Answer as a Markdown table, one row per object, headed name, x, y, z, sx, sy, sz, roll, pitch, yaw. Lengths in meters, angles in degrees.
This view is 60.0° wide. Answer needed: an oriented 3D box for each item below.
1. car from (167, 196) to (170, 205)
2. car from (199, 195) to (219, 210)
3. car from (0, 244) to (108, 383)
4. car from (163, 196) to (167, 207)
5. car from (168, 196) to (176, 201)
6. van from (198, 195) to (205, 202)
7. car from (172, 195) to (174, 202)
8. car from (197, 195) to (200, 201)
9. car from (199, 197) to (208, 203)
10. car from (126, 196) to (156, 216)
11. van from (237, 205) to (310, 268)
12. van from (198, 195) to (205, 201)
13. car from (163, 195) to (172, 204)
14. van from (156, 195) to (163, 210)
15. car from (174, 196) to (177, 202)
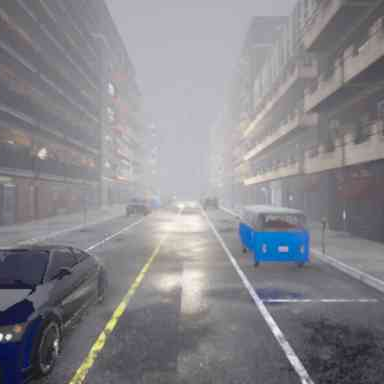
| name | x | y | z | sx | sy | sz | roll | pitch | yaw |
| --- | --- | --- | --- | --- | --- | --- | --- | --- | --- |
| car | -5.367 | 1.734 | 56.515 | 1.947 | 1.339 | 4.313 | 1 | 0 | 0 |
| car | 2.529 | 1.446 | 45.213 | 2.192 | 1.841 | 5.009 | 1 | 0 | 0 |
| car | -2.754 | 1.581 | 5.372 | 1.994 | 1.385 | 4.181 | 0 | 0 | 0 |
| car | -5.360 | 1.702 | 50.844 | 2.008 | 1.369 | 4.403 | 1 | 0 | 0 |
| car | -5.404 | 1.855 | 90.540 | 1.802 | 1.307 | 4.206 | 1 | 0 | 0 |
| van | 2.485 | 1.593 | 84.909 | 1.690 | 1.788 | 3.998 | 1 | 0 | 0 |
| car | -5.376 | 1.517 | 67.858 | 2.192 | 1.841 | 5.009 | 1 | 0 | 0 |
| car | 2.501 | 1.765 | 67.896 | 1.947 | 1.339 | 4.313 | 1 | 0 | 0 |
| car | 2.495 | 1.767 | 73.566 | 2.008 | 1.369 | 4.403 | 1 | 0 | 0 |
| car | -5.339 | 1.416 | 33.833 | 2.192 | 1.841 | 5.009 | 1 | 0 | 0 |
| van | 2.566 | 1.373 | 11.188 | 1.690 | 1.788 | 3.998 | 1 | 0 | 0 |
| van | 2.479 | 1.611 | 90.580 | 1.690 | 1.788 | 3.998 | 1 | 0 | 0 |
| car | -5.373 | 1.735 | 62.186 | 2.008 | 1.369 | 4.403 | 1 | 0 | 0 |
| van | -5.351 | 1.475 | 45.175 | 1.690 | 1.788 | 3.998 | 1 | 0 | 0 |
| car | -5.396 | 1.695 | 84.870 | 1.967 | 1.590 | 4.097 | 1 | 0 | 0 |
